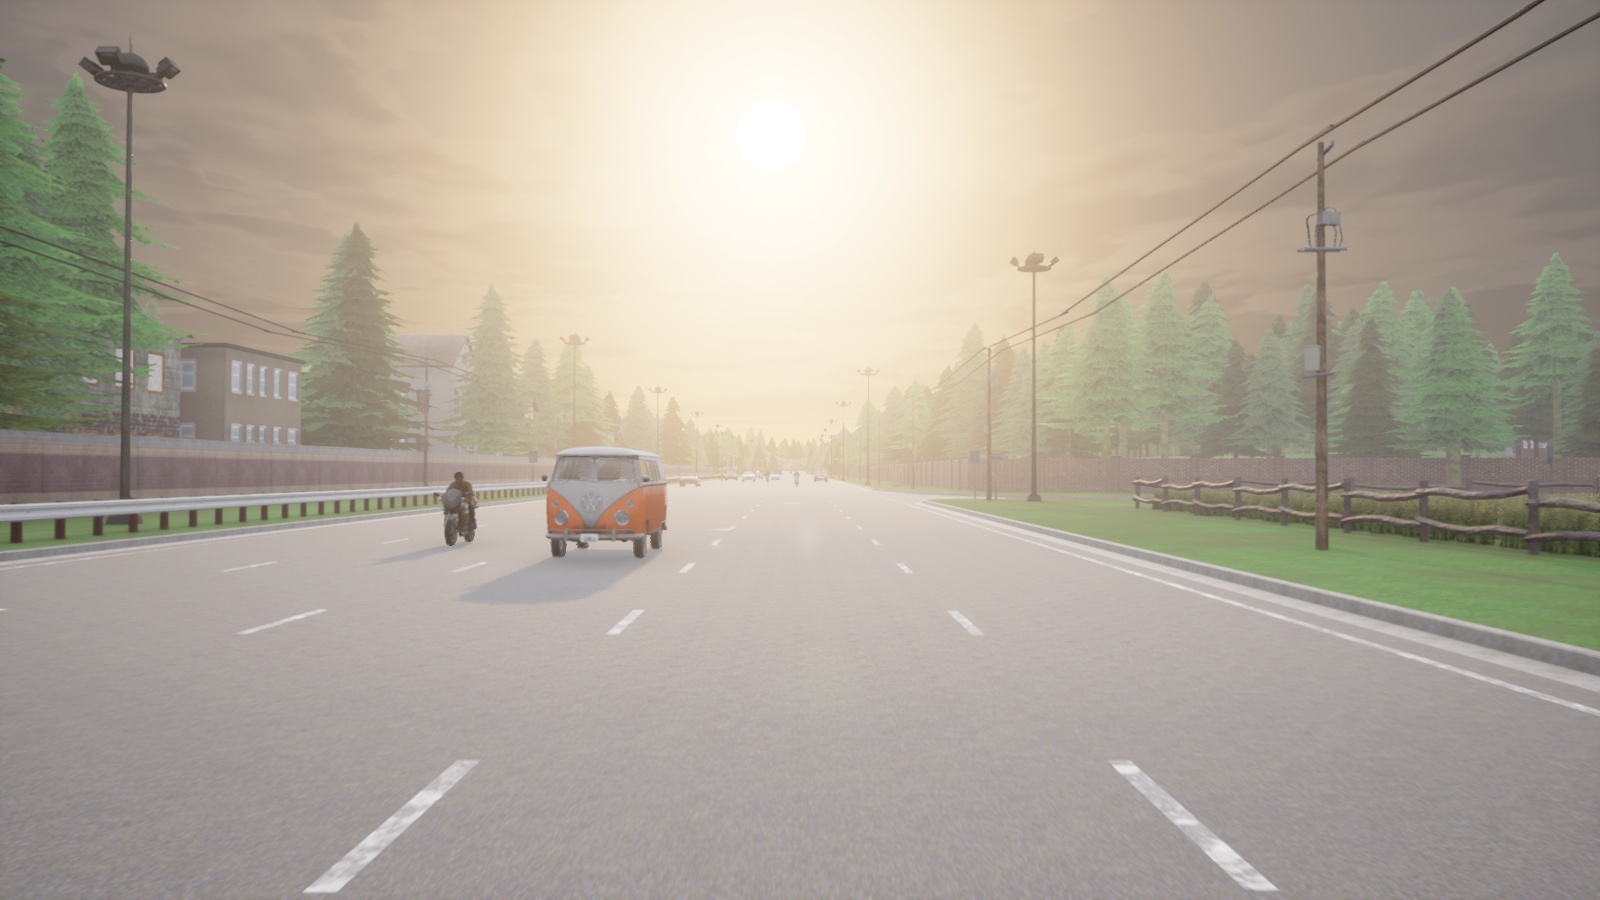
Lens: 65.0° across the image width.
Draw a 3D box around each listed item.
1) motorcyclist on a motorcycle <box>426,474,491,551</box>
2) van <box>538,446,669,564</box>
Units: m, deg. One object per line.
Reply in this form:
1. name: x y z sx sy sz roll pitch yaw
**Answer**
1. motorcyclist on a motorcycle: -7.063 1.261 26.062 0.797 1.523 2.044 0 -1 0
2. van: -3.557 0.975 23.492 1.775 1.987 4.442 0 -1 0
